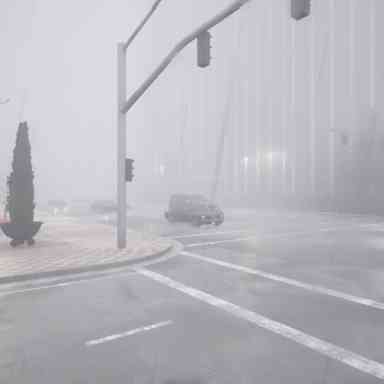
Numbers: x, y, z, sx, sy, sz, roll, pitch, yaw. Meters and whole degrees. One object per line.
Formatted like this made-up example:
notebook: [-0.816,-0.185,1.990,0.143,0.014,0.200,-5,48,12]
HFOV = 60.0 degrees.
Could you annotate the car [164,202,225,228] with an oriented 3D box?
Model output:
car: [0.068,1.601,22.316,1.895,1.301,4.718,0,0,-35]

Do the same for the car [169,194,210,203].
car: [0.041,1.216,28.378,2.150,2.045,5.566,0,1,-36]

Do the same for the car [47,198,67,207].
car: [-20.965,1.613,51.634,1.895,1.301,4.718,0,0,-36]

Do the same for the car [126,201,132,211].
car: [-9.127,1.526,41.084,1.812,1.442,4.674,0,0,-36]

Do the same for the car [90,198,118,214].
car: [-9.274,1.477,35.290,1.882,1.535,5.008,0,0,-36]
